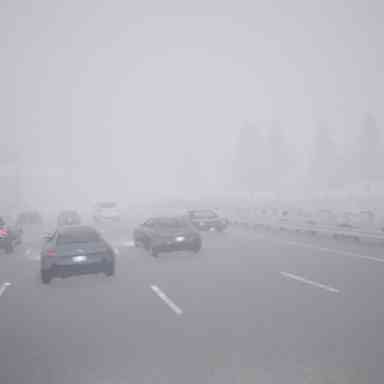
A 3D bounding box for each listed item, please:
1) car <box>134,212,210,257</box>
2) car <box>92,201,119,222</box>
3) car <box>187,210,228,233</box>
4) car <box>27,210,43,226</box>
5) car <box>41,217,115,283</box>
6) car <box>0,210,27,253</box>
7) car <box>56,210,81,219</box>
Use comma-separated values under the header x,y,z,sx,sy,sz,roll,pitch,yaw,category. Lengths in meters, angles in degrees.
x,y,z,sx,sy,sz,roll,pitch,yaw,category
-1.150,1.695,13.803,1.994,1.385,4.181,-2,-1,-21,car
-8.723,1.970,33.536,2.150,2.045,5.566,-2,-1,-21,car
0.302,1.742,19.792,1.895,1.301,4.718,-2,-1,-21,car
-16.070,2.536,33.185,1.882,1.535,5.008,-2,-1,-21,car
-3.678,1.765,10.626,1.994,1.385,4.181,-2,0,-21,car
-9.384,1.839,15.717,2.097,1.767,4.553,-2,-1,-21,car
-10.291,2.264,27.881,2.033,1.411,5.357,-2,-1,-21,car
